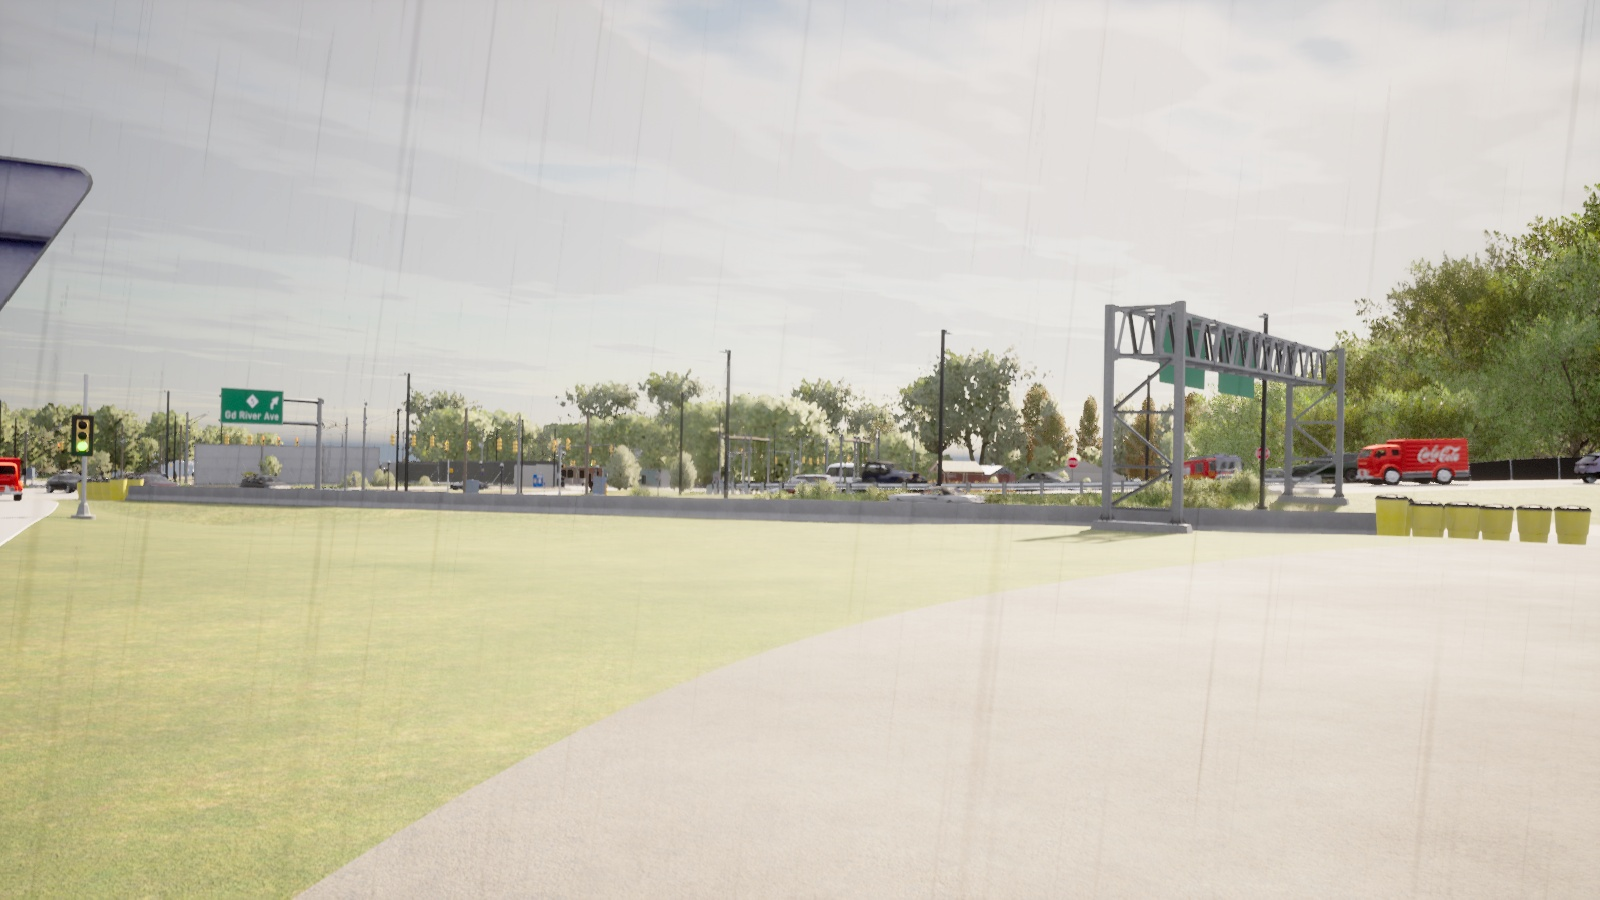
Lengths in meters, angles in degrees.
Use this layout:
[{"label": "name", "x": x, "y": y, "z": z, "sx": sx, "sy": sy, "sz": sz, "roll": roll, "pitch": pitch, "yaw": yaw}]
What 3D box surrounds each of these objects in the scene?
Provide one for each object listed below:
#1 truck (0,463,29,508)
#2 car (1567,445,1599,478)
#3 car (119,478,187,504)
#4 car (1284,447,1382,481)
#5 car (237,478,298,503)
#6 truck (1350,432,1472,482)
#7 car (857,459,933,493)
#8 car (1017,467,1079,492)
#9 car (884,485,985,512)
[{"label": "truck", "x": -45.919, "y": 2.024, "z": 71.940, "sx": 2.627, "sy": 2.467, "sz": 5.204, "roll": 1, "pitch": -2, "yaw": -35}, {"label": "car", "x": 42.309, "y": 0.521, "z": 64.205, "sx": 4.856, "sy": 1.649, "sz": 2.033, "roll": -2, "pitch": -1, "yaw": 0}, {"label": "car", "x": -43.562, "y": 2.750, "z": 84.530, "sx": 4.856, "sy": 1.649, "sz": 2.033, "roll": -1, "pitch": -1, "yaw": 34}, {"label": "car", "x": 35.719, "y": 0.965, "z": 84.256, "sx": 5.566, "sy": 2.045, "sz": 2.150, "roll": -4, "pitch": -3, "yaw": 38}, {"label": "car", "x": -35.236, "y": 2.667, "z": 83.091, "sx": 3.988, "sy": 1.617, "sz": 1.851, "roll": -1, "pitch": -1, "yaw": 34}, {"label": "truck", "x": 32.815, "y": 0.379, "z": 67.584, "sx": 5.204, "sy": 2.467, "sz": 2.627, "roll": -2, "pitch": -1, "yaw": 0}, {"label": "car", "x": 5.404, "y": 1.496, "z": 71.578, "sx": 3.866, "sy": 1.878, "sz": 1.905, "roll": -3, "pitch": -2, "yaw": 41}, {"label": "car", "x": 17.999, "y": 2.164, "z": 91.190, "sx": 3.988, "sy": 1.617, "sz": 1.851, "roll": -5, "pitch": -3, "yaw": 35}, {"label": "car", "x": 6.728, "y": 2.410, "z": 62.958, "sx": 4.718, "sy": 1.301, "sz": 1.895, "roll": -1, "pitch": -1, "yaw": 34}]
